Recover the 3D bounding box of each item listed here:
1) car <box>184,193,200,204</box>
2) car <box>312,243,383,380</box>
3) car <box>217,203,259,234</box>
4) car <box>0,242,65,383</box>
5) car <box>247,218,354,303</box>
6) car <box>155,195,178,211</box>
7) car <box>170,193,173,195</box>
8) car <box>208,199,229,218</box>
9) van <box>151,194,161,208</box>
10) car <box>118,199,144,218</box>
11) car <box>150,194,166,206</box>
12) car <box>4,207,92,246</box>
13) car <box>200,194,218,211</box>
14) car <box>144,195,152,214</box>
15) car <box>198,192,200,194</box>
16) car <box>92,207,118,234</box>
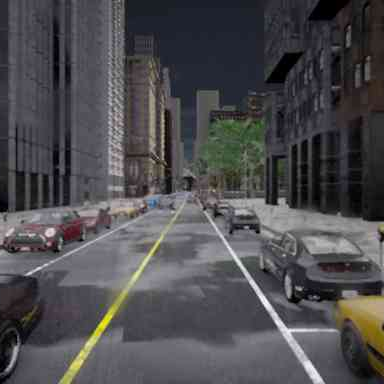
[{"bbox_3d":[0.013,1.490,62.459,2.128,1.511,4.902,0,0,0],"label":"car"},{"bbox_3d":[2.761,1.527,2.710,1.752,1.417,4.829,0,0,0],"label":"car"},{"bbox_3d":[2.758,1.557,19.001,2.008,1.369,4.403,0,0,0],"label":"car"},{"bbox_3d":[-3.092,1.549,2.657,2.033,1.411,5.357,0,0,0],"label":"car"},{"bbox_3d":[2.760,1.555,8.026,2.008,1.369,4.403,0,0,0],"label":"car"},{"bbox_3d":[-3.093,1.508,41.033,1.837,1.490,4.892,0,0,0],"label":"car"},{"bbox_3d":[-5.779,1.556,73.885,1.947,1.339,4.313,0,0,0],"label":"car"},{"bbox_3d":[2.756,1.571,29.974,1.947,1.339,4.313,0,0,0],"label":"car"},{"bbox_3d":[-5.773,1.343,46.445,1.690,1.788,3.998,0,0,0],"label":"van"},{"bbox_3d":[-5.769,1.530,29.813,1.752,1.417,4.829,0,0,0],"label":"car"},{"bbox_3d":[-5.776,1.315,57.421,2.192,1.841,5.009,0,0,0],"label":"car"},{"bbox_3d":[-5.766,1.446,13.519,1.967,1.590,4.097,0,0,0],"label":"car"},{"bbox_3d":[2.378,1.356,40.726,2.097,1.767,4.553,0,0,0],"label":"car"},{"bbox_3d":[-5.771,1.444,35.470,1.967,1.590,4.097,0,0,0],"label":"car"},{"bbox_3d":[2.749,1.314,62.894,2.192,1.841,5.009,0,0,0],"label":"car"},{"bbox_3d":[-5.767,1.588,19.007,1.802,1.307,4.206,0,0,0],"label":"car"}]
